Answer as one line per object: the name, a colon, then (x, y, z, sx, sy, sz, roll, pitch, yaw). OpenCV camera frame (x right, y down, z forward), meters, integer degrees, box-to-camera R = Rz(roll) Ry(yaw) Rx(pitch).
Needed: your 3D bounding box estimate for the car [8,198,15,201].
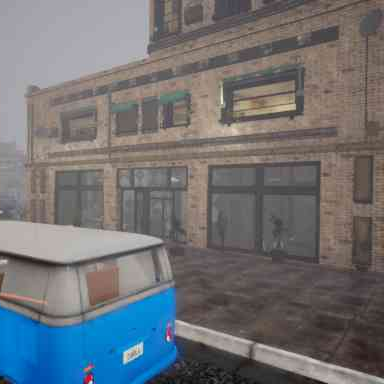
car: (-15.768, 1.703, 34.271, 2.128, 1.511, 4.902, 1, 0, 36)

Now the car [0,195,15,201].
car: (-20.478, 1.348, 33.235, 2.150, 2.045, 5.566, 1, 0, 36)

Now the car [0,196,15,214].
car: (-22.017, 1.410, 35.530, 2.192, 1.841, 5.009, 0, 0, 36)

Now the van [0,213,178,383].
van: (-2.082, 1.340, 4.335, 3.998, 1.788, 1.690, 0, 1, 35)

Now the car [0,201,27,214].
car: (-15.256, 1.792, 30.583, 1.947, 1.339, 4.313, 0, 0, 36)
